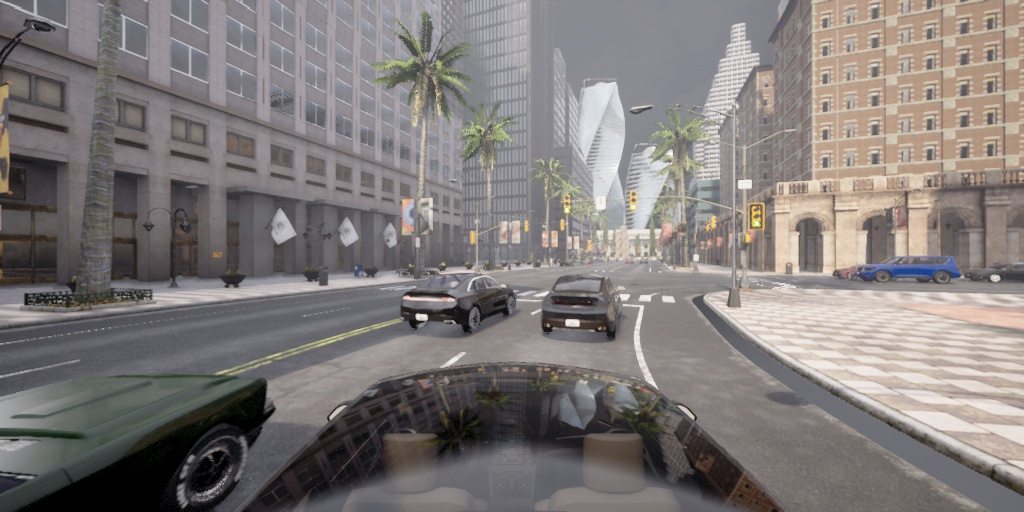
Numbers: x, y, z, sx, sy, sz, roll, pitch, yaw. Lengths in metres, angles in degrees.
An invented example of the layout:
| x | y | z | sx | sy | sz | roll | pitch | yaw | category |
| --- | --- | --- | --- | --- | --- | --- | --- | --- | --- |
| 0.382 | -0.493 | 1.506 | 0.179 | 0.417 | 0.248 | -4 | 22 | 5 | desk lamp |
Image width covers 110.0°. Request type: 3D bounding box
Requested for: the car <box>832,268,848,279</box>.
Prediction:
| x | y | z | sx | sy | sz | roll | pitch | yaw | category |
| --- | --- | --- | --- | --- | --- | --- | --- | --- | --- |
| 30.316 | 1.352 | 30.774 | 4.181 | 1.385 | 1.994 | 0 | 0 | 21 | car |

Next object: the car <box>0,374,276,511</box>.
| x | y | z | sx | sy | sz | roll | pitch | yaw | category |
| --- | --- | --- | --- | --- | --- | --- | --- | --- | --- |
| -3.273 | 1.350 | 1.320 | 1.895 | 1.301 | 4.718 | 0 | 0 | 2 | car |

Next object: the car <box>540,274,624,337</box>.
| x | y | z | sx | sy | sz | roll | pitch | yaw | category |
| --- | --- | --- | --- | --- | --- | --- | --- | --- | --- |
| 2.155 | 1.266 | 10.460 | 1.837 | 1.490 | 4.892 | 0 | 0 | 19 | car |

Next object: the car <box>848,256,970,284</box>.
| x | y | z | sx | sy | sz | roll | pitch | yaw | category |
| --- | --- | --- | --- | --- | --- | --- | --- | --- | --- |
| 29.809 | 1.006 | 27.215 | 5.566 | 2.045 | 2.150 | 0 | 0 | 21 | car |

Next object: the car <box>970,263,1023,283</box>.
| x | y | z | sx | sy | sz | roll | pitch | yaw | category |
| --- | --- | --- | --- | --- | --- | --- | --- | --- | --- |
| 38.480 | 1.291 | 27.590 | 4.892 | 1.490 | 1.837 | 0 | 0 | 21 | car |

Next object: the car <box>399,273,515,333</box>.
| x | y | z | sx | sy | sz | roll | pitch | yaw | category |
| --- | --- | --- | --- | --- | --- | --- | --- | --- | --- |
| -1.365 | 1.252 | 10.882 | 2.128 | 1.511 | 4.902 | 0 | 0 | 19 | car |
